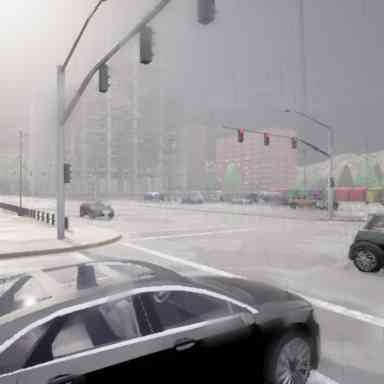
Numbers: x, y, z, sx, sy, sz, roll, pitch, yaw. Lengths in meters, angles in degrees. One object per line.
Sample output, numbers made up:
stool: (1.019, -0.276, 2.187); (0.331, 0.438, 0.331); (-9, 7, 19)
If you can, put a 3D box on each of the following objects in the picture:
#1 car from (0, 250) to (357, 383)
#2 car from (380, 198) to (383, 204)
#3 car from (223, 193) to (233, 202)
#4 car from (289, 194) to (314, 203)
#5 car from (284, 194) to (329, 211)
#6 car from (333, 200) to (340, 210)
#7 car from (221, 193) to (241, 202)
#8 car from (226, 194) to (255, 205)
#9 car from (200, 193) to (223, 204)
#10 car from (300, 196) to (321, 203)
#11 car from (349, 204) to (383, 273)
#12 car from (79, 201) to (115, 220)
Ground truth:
car: (-0.623, 1.493, 3.419); (4.902, 1.511, 2.128); (0, 0, -37)
car: (32.222, 1.263, 52.900); (1.905, 1.878, 3.866); (0, 0, -35)
car: (6.710, 1.456, 74.708); (1.784, 1.438, 3.905); (0, 0, -35)
car: (22.097, 1.260, 67.198); (1.932, 1.855, 4.605); (0, 0, -35)
car: (13.820, 1.218, 39.923); (1.932, 1.855, 4.605); (0, 0, -35)
car: (16.215, 1.226, 41.548); (1.905, 1.878, 3.866); (0, 0, -35)
car: (8.873, 1.250, 76.298); (1.932, 1.855, 4.605); (0, 0, -35)
car: (8.347, 1.471, 57.376); (1.970, 1.475, 3.806); (0, 0, -35)
car: (4.345, 1.482, 73.038); (1.970, 1.475, 3.806); (0, 0, -35)
car: (24.499, 1.476, 68.817); (1.784, 1.438, 3.905); (0, 0, -35)
car: (6.608, 1.371, 8.569); (2.097, 1.767, 4.553); (0, 0, -38)
car: (-8.251, 1.512, 28.597); (2.128, 1.511, 4.902); (0, 0, -35)
